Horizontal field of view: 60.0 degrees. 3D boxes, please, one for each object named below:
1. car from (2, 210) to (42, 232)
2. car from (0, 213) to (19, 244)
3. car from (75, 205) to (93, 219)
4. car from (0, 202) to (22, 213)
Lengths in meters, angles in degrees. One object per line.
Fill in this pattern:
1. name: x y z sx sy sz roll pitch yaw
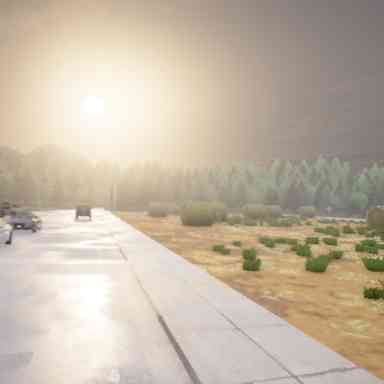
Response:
1. car: -12.823 2.320 25.556 1.994 1.385 4.181 2 -2 -16
2. car: -10.013 1.955 16.027 1.812 1.442 4.674 2 -2 -16
3. car: -15.467 2.808 47.503 2.150 2.045 5.566 3 -3 -17
4. car: -21.250 2.283 39.668 3.866 1.878 1.905 2 -7 31
